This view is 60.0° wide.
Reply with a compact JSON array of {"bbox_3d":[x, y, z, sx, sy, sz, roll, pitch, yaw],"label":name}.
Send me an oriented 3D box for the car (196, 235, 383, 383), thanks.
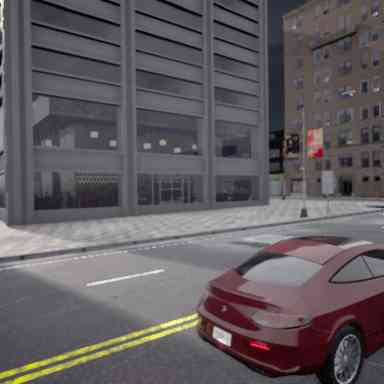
[{"bbox_3d":[2.212,1.401,5.062,4.674,1.442,1.812,-1,1,-35],"label":"car"}]
